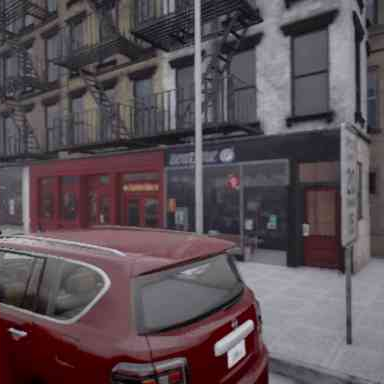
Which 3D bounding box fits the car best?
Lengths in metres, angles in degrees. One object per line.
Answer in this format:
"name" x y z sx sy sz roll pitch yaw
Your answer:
"car" -1.602 1.347 3.953 5.009 1.841 2.192 -1 0 35
